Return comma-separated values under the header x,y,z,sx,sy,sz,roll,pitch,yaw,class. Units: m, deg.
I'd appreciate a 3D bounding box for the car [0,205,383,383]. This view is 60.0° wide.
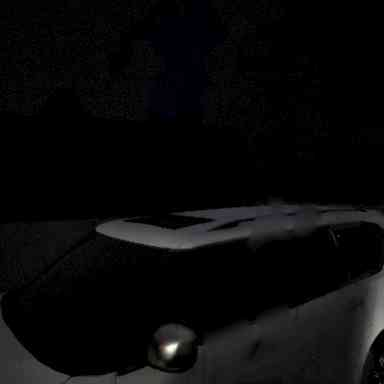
x,y,z,sx,sy,sz,roll,pitch,yaw,class
-0.058,1.210,3.032,5.566,2.045,2.150,-1,1,-35,car
